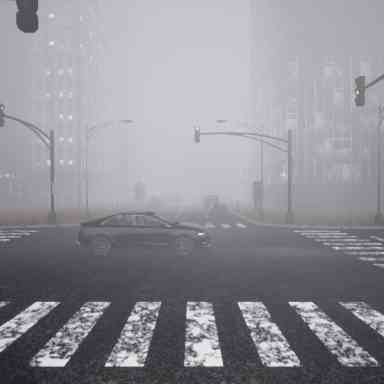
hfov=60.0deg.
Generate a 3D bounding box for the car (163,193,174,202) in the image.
[{"bbox_3d":[-5.343,1.273,76.273,2.192,1.841,5.009,-1,0,0],"label":"car"}]

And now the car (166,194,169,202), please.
[{"bbox_3d":[-5.341,1.403,70.748,1.967,1.590,4.097,-1,0,0],"label":"car"}]

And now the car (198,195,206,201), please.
[{"bbox_3d":[2.539,1.536,81.824,1.802,1.307,4.206,-1,0,0],"label":"car"}]

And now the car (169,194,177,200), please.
[{"bbox_3d":[-5.345,1.384,92.846,1.967,1.590,4.097,-1,0,0],"label":"car"}]

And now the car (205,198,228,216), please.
[{"bbox_3d":[2.516,1.569,32.102,1.802,1.307,4.206,-1,0,0],"label":"car"}]

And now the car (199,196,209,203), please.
[{"bbox_3d":[2.541,1.508,70.774,1.887,1.381,4.507,-1,0,0],"label":"car"}]

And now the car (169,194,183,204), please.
[{"bbox_3d":[-2.762,1.320,64.366,2.097,1.767,4.553,0,0,0],"label":"car"}]

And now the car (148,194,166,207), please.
[{"bbox_3d":[-5.336,1.419,48.650,1.967,1.590,4.097,-1,0,0],"label":"car"}]

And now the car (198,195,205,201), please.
[{"bbox_3d":[2.537,1.474,87.518,1.752,1.417,4.829,-1,0,0],"label":"car"}]

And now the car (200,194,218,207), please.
[{"bbox_3d":[2.531,1.297,43.152,2.192,1.841,5.009,-1,0,0],"label":"car"}]

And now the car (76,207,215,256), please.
[{"bbox_3d":[-1.766,1.489,12.483,4.902,1.511,2.128,0,0,0],"label":"car"}]

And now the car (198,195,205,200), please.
[{"bbox_3d":[2.537,1.489,92.873,1.887,1.381,4.507,-1,0,0],"label":"car"}]

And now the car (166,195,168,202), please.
[{"bbox_3d":[-5.336,1.557,54.175,1.802,1.307,4.206,-1,0,0],"label":"car"}]
